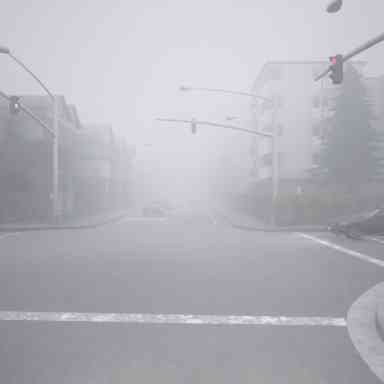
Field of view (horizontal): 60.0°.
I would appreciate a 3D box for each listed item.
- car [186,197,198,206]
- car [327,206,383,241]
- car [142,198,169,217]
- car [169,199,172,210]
[{"bbox_3d":[0.008,1.547,53.495,2.033,1.411,5.357,0,0,0],"label":"car"},{"bbox_3d":[8.507,1.350,14.813,4.674,1.442,1.812,0,0,3],"label":"car"},{"bbox_3d":[-3.579,1.505,31.734,1.837,1.490,4.892,0,0,0],"label":"car"},{"bbox_3d":[-3.573,1.505,41.822,1.837,1.490,4.892,0,0,1],"label":"car"}]
